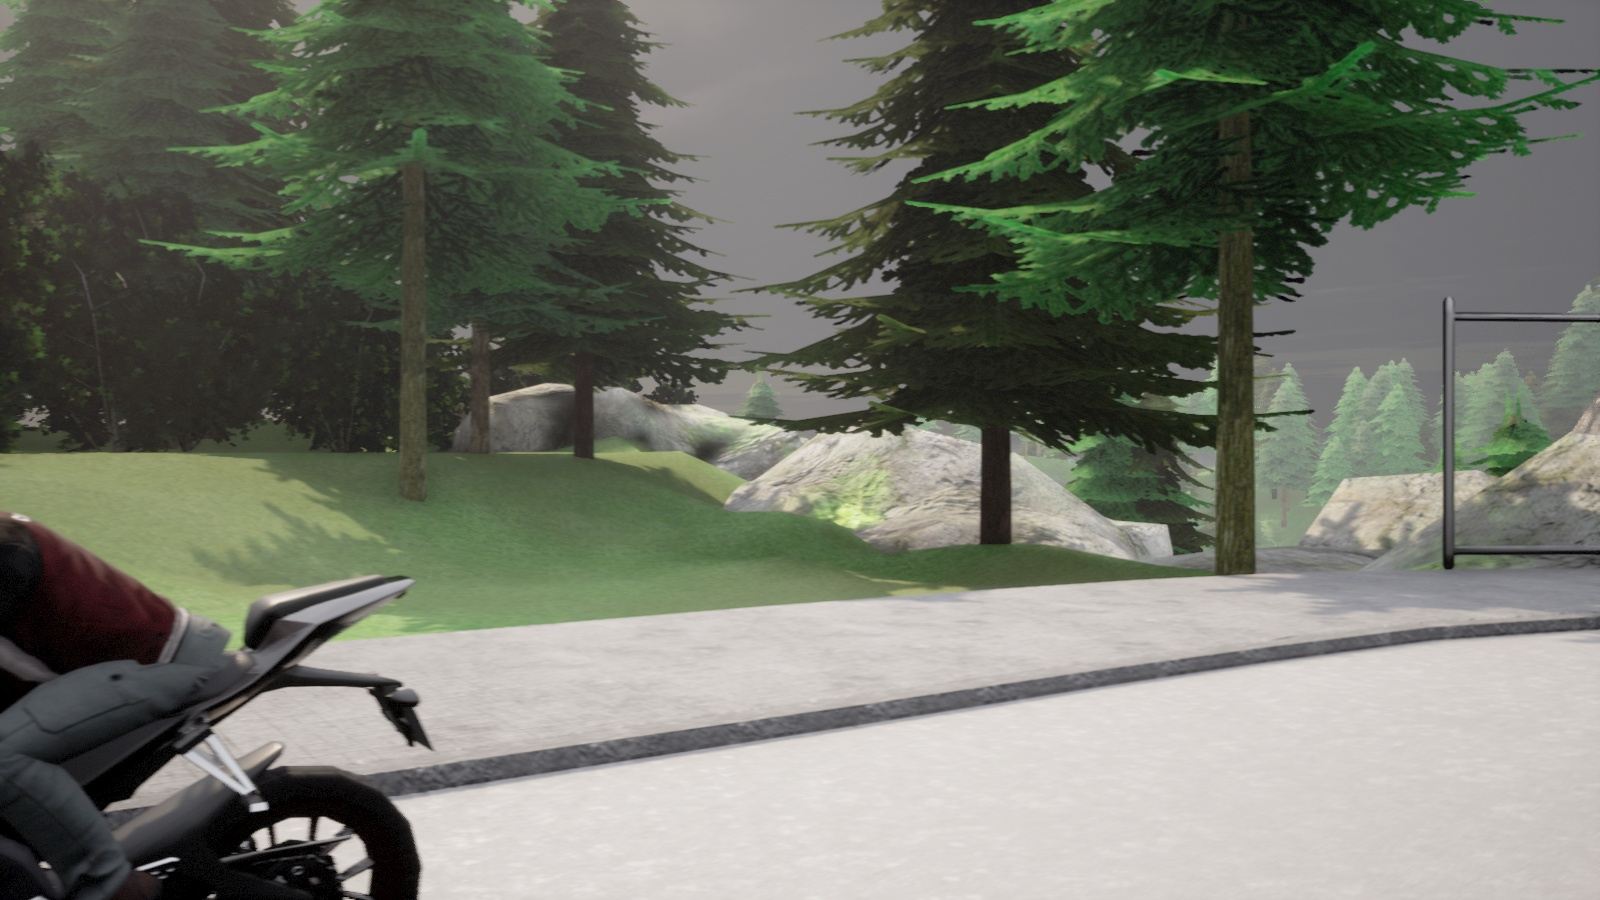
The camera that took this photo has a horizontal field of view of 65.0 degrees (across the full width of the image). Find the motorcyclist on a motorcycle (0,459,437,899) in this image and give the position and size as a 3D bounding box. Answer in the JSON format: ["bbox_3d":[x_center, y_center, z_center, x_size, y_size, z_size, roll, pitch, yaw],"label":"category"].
[{"bbox_3d":[-2.053,0.791,2.865,2.191,1.530,0.866,0,0,-35],"label":"motorcyclist on a motorcycle"}]
